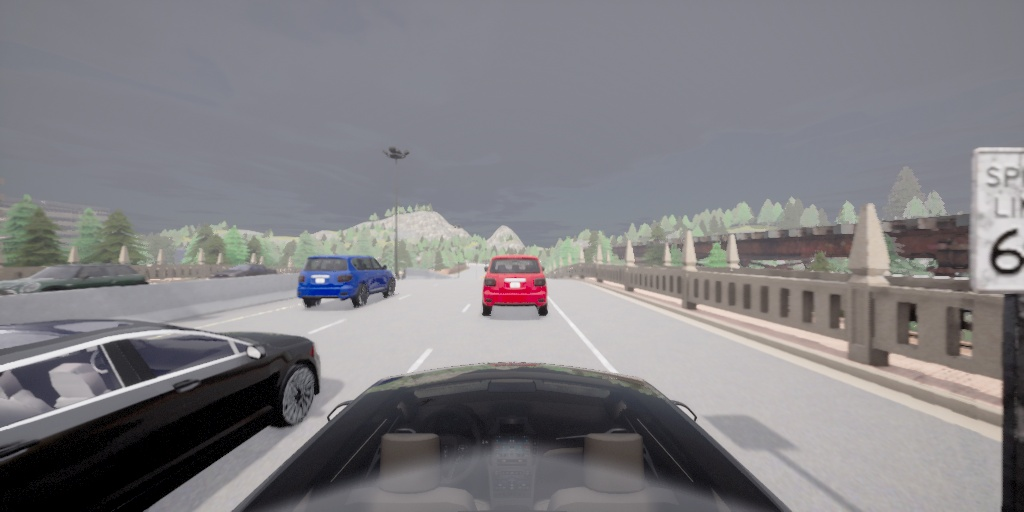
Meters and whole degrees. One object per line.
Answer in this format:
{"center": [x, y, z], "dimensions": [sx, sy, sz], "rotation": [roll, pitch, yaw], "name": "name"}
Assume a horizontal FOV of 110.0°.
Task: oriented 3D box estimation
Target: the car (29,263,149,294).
{"center": [-17.602, 1.108, 14.389], "dimensions": [2.097, 1.767, 4.553], "rotation": [0, 0, 0], "name": "car"}

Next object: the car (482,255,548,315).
{"center": [0.097, 0.979, 13.648], "dimensions": [2.150, 2.045, 5.566], "rotation": [0, 0, 0], "name": "car"}

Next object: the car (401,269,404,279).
{"center": [-14.087, 2.472, 48.441], "dimensions": [1.882, 1.535, 5.008], "rotation": [0, -6, 0], "name": "car"}

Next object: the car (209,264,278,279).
{"center": [-21.103, 1.370, 28.620], "dimensions": [2.033, 1.411, 5.357], "rotation": [0, -1, 0], "name": "car"}

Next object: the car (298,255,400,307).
{"center": [-6.903, 0.980, 15.574], "dimensions": [2.150, 2.045, 5.566], "rotation": [0, 0, 0], "name": "car"}

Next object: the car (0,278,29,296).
{"center": [-14.101, 1.316, 7.588], "dimensions": [1.994, 1.385, 4.181], "rotation": [0, 0, 0], "name": "car"}

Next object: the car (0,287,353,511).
{"center": [-3.404, 1.243, 2.747], "dimensions": [2.128, 1.511, 4.902], "rotation": [0, 0, 0], "name": "car"}
